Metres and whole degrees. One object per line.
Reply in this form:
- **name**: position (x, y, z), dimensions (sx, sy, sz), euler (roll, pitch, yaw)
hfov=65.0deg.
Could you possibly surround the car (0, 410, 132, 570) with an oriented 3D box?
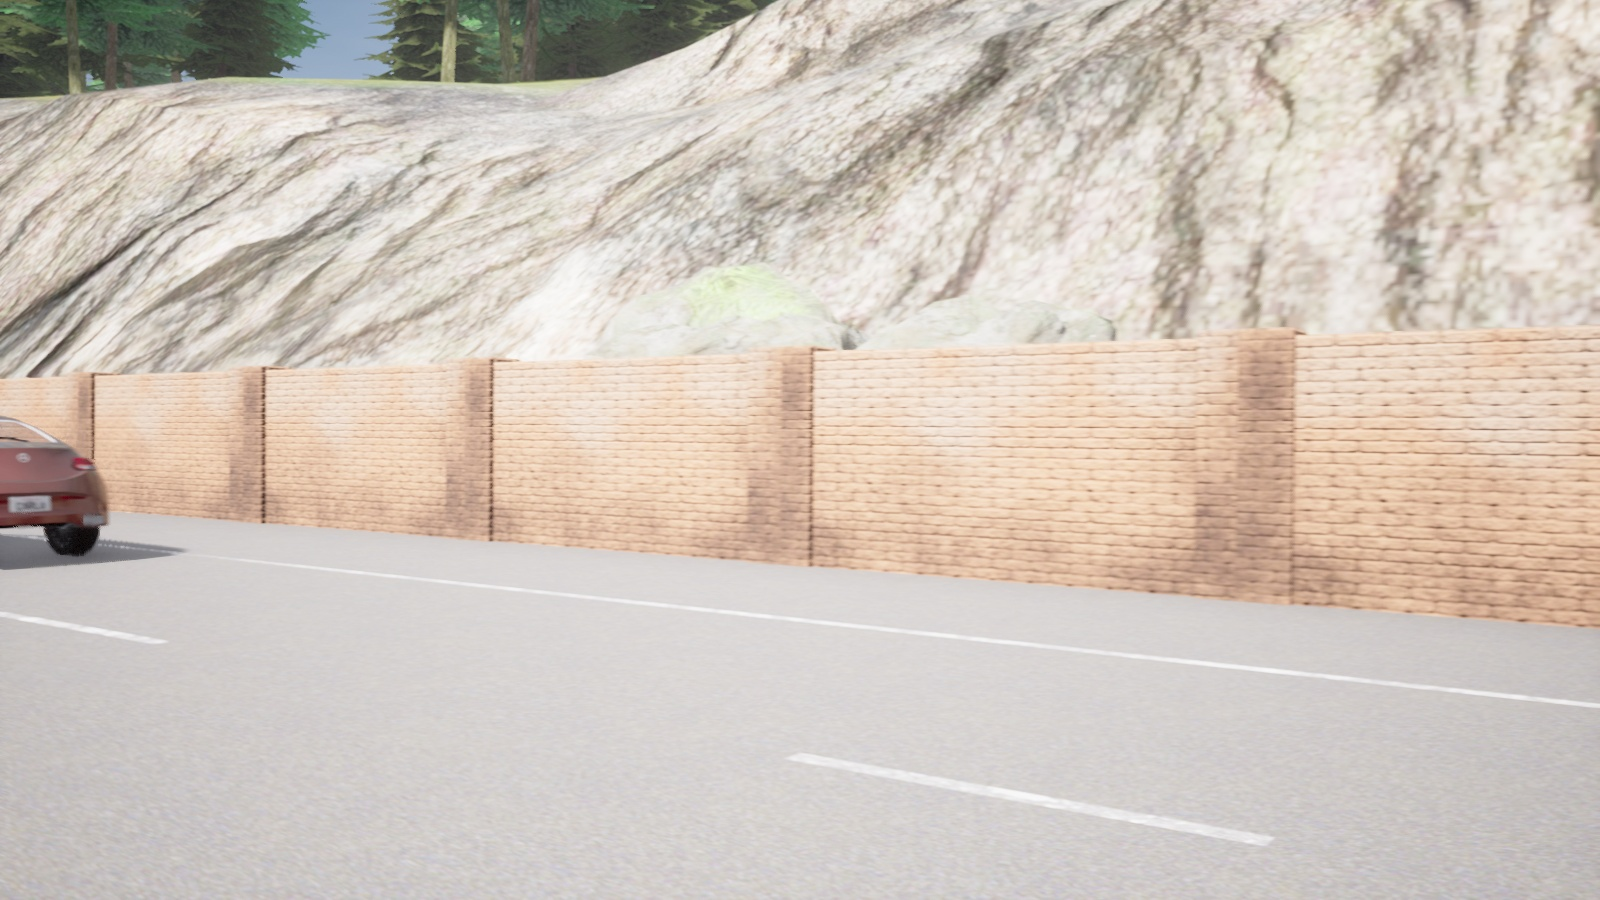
- **car**: position (-10.181, 0.405, 14.536), dimensions (5.027, 1.651, 2.152), euler (0, 1, 33)
